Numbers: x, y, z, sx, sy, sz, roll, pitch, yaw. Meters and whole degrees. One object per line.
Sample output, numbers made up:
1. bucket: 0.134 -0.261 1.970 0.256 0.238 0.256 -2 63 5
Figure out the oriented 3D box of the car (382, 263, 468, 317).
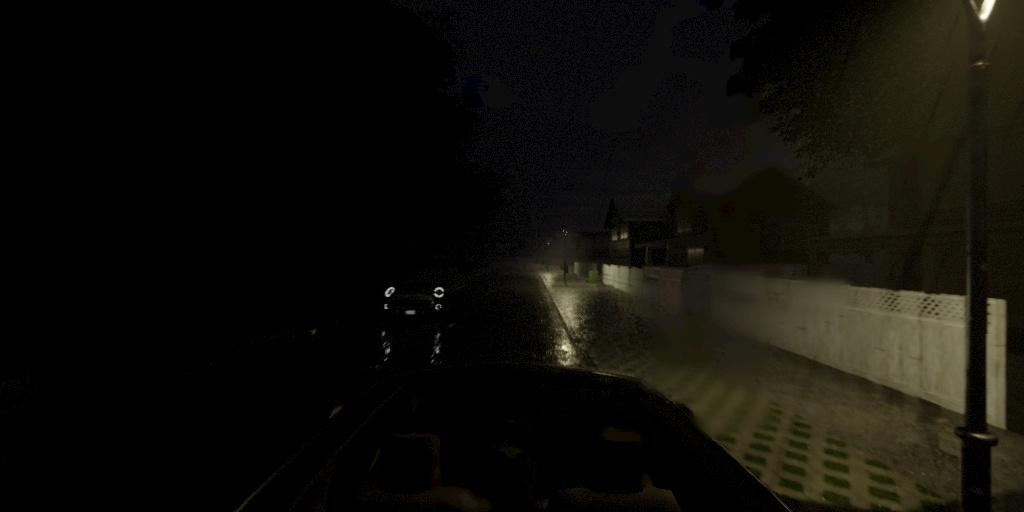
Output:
1. car: -2.977 1.129 13.146 2.097 1.767 4.553 0 0 3
